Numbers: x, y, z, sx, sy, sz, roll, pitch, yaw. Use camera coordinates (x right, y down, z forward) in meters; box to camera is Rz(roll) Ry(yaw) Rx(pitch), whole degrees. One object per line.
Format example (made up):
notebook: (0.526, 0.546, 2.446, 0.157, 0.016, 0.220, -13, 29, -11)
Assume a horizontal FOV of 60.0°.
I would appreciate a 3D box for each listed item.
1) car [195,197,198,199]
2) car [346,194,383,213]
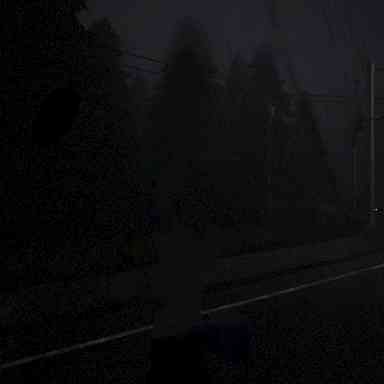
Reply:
car: (0.393, 1.505, 64.919, 4.892, 1.490, 1.837, 0, 0, 29)
car: (18.050, 1.221, 34.025, 2.150, 2.045, 5.566, 0, 0, -6)
